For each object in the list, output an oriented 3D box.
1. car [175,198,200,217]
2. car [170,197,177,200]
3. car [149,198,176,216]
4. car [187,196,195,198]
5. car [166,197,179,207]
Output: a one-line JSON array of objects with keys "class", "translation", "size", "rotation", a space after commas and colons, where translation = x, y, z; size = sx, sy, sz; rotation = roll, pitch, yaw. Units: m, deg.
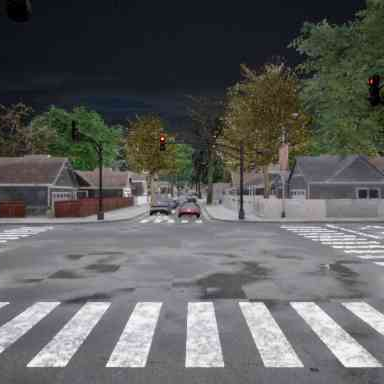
[{"class": "car", "translation": [-0.233, 1.582, 31.427], "size": [1.994, 1.385, 4.181], "rotation": [0, 0, 1]}, {"class": "car", "translation": [-2.999, 1.594, 42.803], "size": [1.994, 1.385, 4.181], "rotation": [0, 0, 0]}, {"class": "car", "translation": [-3.021, 1.567, 32.915], "size": [2.033, 1.411, 5.357], "rotation": [0, 0, 0]}, {"class": "car", "translation": [-0.181, 1.563, 63.066], "size": [1.837, 1.490, 4.892], "rotation": [0, 0, 0]}, {"class": "car", "translation": [-3.016, 1.568, 53.053], "size": [1.812, 1.442, 4.674], "rotation": [0, 0, 0]}]
